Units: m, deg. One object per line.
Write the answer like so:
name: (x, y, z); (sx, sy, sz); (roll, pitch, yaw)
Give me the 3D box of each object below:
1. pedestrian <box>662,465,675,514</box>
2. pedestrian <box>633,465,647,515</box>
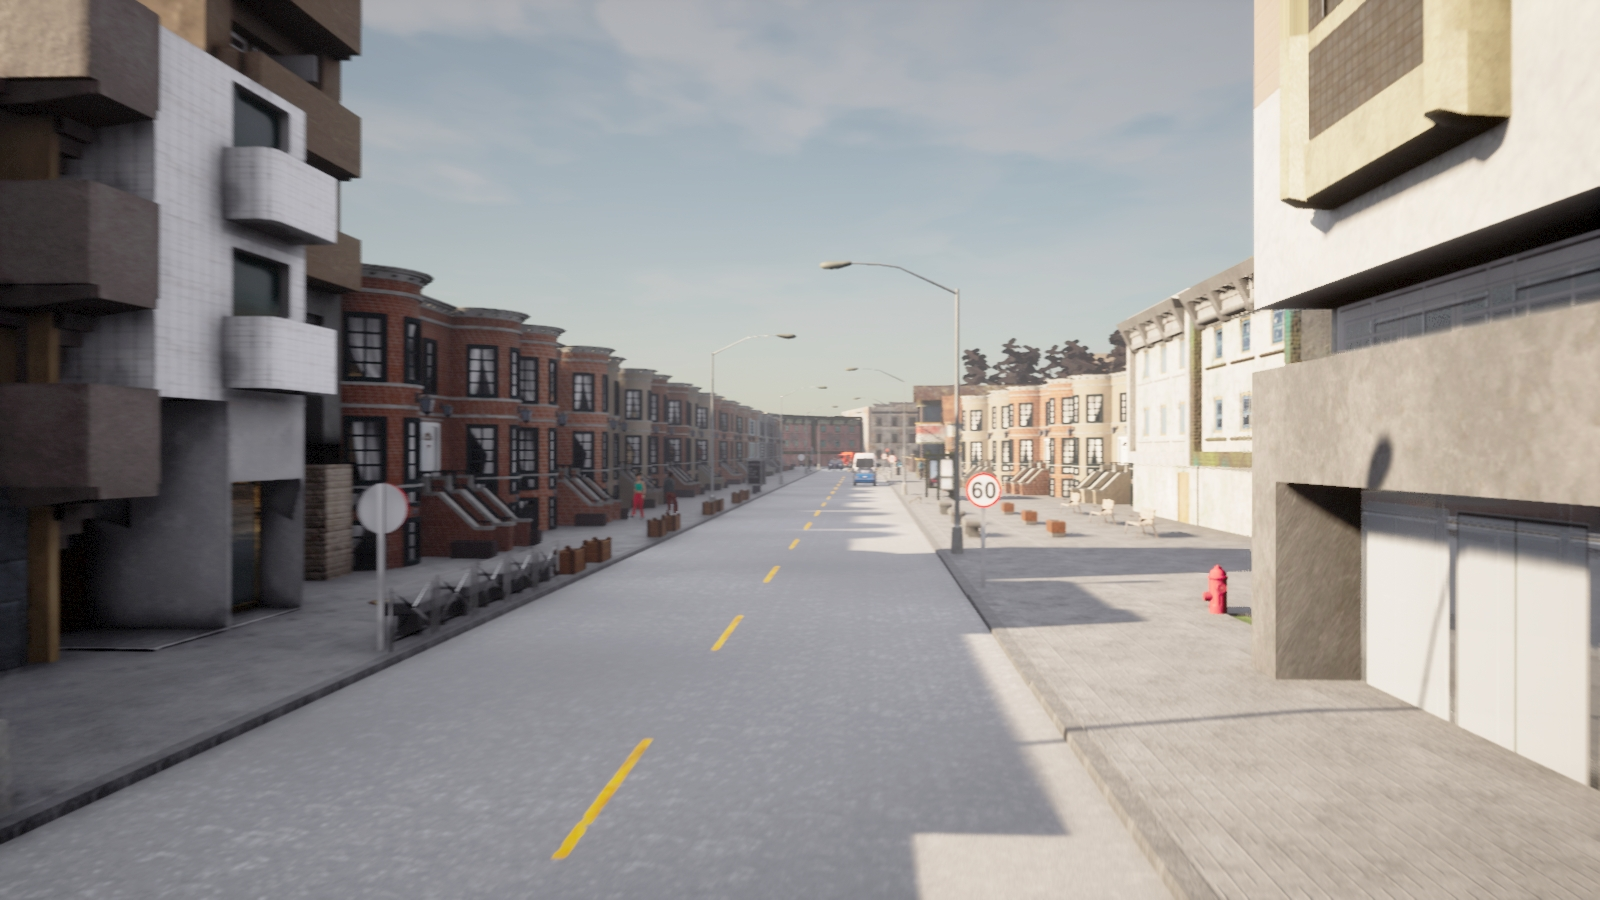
pedestrian: (-5.046, 1.521, 43.867); (0.375, 1.860, 0.375); (0, 0, 24)
pedestrian: (-6.076, 1.520, 43.351); (0.375, 1.860, 0.375); (0, 0, 17)
